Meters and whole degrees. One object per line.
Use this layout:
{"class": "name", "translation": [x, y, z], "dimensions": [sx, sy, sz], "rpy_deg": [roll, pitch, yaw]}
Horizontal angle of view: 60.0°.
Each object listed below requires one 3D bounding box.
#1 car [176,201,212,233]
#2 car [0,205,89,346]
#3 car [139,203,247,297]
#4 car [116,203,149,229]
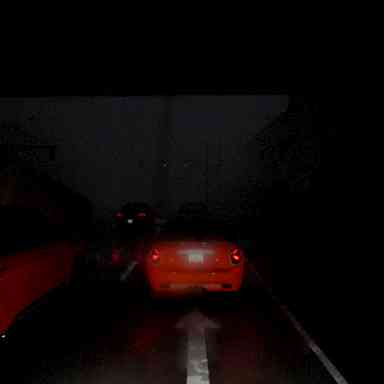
{"class": "car", "translation": [0.073, 1.373, 19.914], "dimensions": [1.882, 1.535, 5.008], "rpy_deg": [0, 0, 0]}
{"class": "car", "translation": [-3.409, 1.197, 5.200], "dimensions": [2.150, 2.045, 5.566], "rpy_deg": [0, 1, 0]}
{"class": "car", "translation": [0.081, 1.306, 8.619], "dimensions": [2.097, 1.767, 4.553], "rpy_deg": [0, 0, 0]}
{"class": "car", "translation": [-3.432, 1.418, 20.647], "dimensions": [1.812, 1.442, 4.674], "rpy_deg": [0, 0, 0]}
